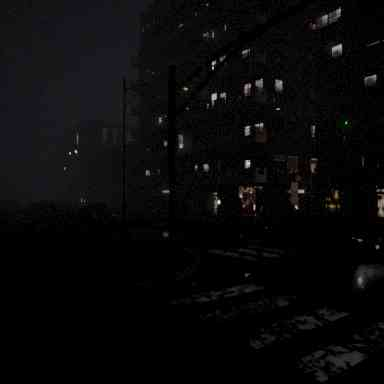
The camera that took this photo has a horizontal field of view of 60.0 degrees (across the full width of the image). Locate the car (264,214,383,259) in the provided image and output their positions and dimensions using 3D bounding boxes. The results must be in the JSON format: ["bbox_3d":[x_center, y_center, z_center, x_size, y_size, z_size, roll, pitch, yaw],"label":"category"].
[{"bbox_3d":[4.968,1.626,13.232,1.812,1.442,4.674,0,-1,-35],"label":"car"}]

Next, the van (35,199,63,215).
[{"bbox_3d":[-17.149,1.900,39.830,1.690,1.788,3.998,-1,0,-35],"label":"van"}]

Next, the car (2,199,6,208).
[{"bbox_3d":[-36.380,2.542,66.828,1.887,1.381,4.507,-1,0,-35],"label":"car"}]

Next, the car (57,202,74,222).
[{"bbox_3d":[-10.636,1.934,30.691,1.752,1.417,4.829,-1,0,-35],"label":"car"}]

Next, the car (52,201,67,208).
[{"bbox_3d":[-26.547,2.462,66.606,1.887,1.381,4.507,-1,0,-35],"label":"car"}]

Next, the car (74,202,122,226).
[{"bbox_3d":[-7.530,1.776,26.330,1.967,1.590,4.097,-1,0,-35],"label":"car"}]

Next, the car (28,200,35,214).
[{"bbox_3d":[-20.353,2.073,44.329,1.967,1.590,4.097,-1,0,-35],"label":"car"}]

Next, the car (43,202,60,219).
[{"bbox_3d":[-13.939,2.036,35.329,2.008,1.369,4.403,-1,0,-35],"label":"car"}]

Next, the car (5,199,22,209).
[{"bbox_3d":[-33.176,2.365,62.328,1.967,1.590,4.097,-1,0,-35],"label":"car"}]

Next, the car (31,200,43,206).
[{"bbox_3d":[-39.361,2.773,84.593,1.947,1.339,4.313,-1,0,-35],"label":"car"}]

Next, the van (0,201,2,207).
[{"bbox_3d":[-39.589,2.411,71.328,1.690,1.788,3.998,-1,0,-35],"label":"van"}]

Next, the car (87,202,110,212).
[{"bbox_3d":[-13.731,2.191,48.619,1.947,1.339,4.313,-1,0,-35],"label":"car"}]

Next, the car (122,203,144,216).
[{"bbox_3d":[-7.423,2.006,39.764,1.752,1.417,4.829,-1,0,-35],"label":"car"}]

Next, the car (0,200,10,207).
[{"bbox_3d":[-42.693,2.666,75.688,1.752,1.417,4.829,-1,0,-35],"label":"car"}]

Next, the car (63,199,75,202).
[{"bbox_3d":[-23.347,2.160,62.109,2.192,1.841,5.009,-1,0,-35],"label":"car"}]
